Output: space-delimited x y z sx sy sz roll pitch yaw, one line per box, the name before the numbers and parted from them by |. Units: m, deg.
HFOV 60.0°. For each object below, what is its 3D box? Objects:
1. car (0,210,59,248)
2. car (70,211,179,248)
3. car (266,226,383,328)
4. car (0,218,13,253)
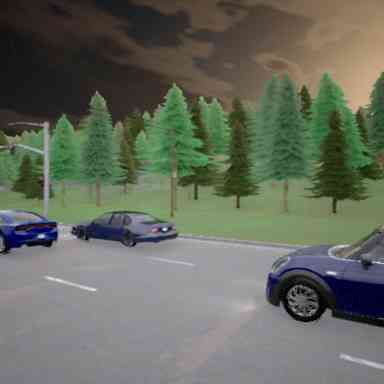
car | -7.552 1.472 13.677 5.008 1.535 1.882 0 0 36
car | -3.128 1.543 14.821 5.357 1.411 2.033 0 0 36
car | 3.626 1.352 5.699 4.553 1.767 2.097 0 0 36
car | -7.088 1.500 9.046 4.892 1.490 1.837 0 0 36
